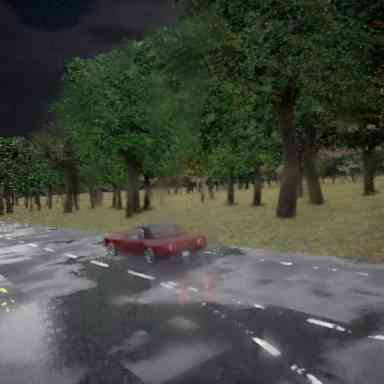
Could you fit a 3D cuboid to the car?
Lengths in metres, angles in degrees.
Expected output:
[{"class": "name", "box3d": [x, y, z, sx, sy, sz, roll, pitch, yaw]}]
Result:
[{"class": "car", "box3d": [-1.627, 1.900, 12.944, 1.895, 1.301, 4.718, -4, 0, -40]}]
